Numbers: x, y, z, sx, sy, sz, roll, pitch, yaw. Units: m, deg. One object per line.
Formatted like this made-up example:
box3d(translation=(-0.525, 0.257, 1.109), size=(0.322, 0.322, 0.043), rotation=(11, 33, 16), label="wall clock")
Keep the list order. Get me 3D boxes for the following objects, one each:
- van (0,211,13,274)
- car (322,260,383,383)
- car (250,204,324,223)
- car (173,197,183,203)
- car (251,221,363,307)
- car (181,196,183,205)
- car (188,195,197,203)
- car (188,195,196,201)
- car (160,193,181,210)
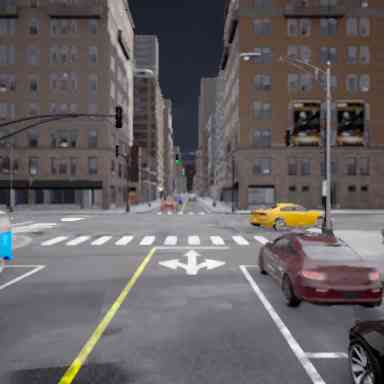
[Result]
box3d(translation=(-5.855, 1.345, 7.679), size=(1.690, 1.788, 3.998), rotation=(0, 0, 0), label="van")
box3d(translation=(2.670, 1.566, 2.095), size=(1.947, 1.339, 4.313), rotation=(0, 0, 0), label="car")
box3d(translation=(5.978, 1.468, 20.393), size=(5.008, 1.535, 1.882), rotation=(0, -2, -22), label="car")
box3d(translation=(-2.902, 1.641, 69.345), size=(1.895, 1.301, 4.718), rotation=(0, 0, 0), label="car")
box3d(translation=(2.670, 1.585, 7.680), size=(1.802, 1.307, 4.206), rotation=(0, 0, 0), label="car")
box3d(translation=(-2.862, 1.260, 58.906), size=(2.150, 2.045, 5.566), rotation=(0, 0, 0), label="car")
box3d(translation=(0.077, 1.567, 73.300), size=(2.128, 1.511, 4.902), rotation=(0, 0, 0), label="car")
box3d(translation=(0.021, 1.420, 83.721), size=(1.812, 1.442, 4.674), rotation=(0, 0, 0), label="car")
box3d(translation=(-2.818, 1.374, 41.998), size=(2.097, 1.767, 4.553), rotation=(0, 0, -1), label="car")
